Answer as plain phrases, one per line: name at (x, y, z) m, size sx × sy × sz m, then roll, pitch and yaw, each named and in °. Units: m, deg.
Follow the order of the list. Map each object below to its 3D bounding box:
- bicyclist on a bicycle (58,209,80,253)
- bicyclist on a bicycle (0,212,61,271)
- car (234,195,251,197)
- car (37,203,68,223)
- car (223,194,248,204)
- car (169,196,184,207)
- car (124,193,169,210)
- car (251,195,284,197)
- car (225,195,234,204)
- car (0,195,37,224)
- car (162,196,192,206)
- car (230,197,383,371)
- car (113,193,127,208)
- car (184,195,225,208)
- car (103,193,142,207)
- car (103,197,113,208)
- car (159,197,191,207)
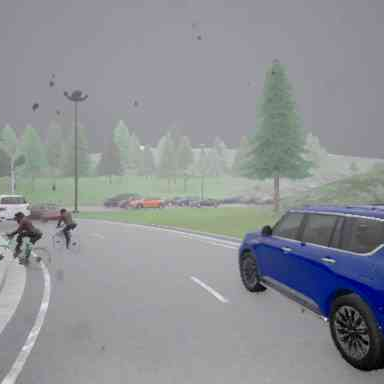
bicyclist on a bicycle at (-4.722, 1.453, 12.466) m, size 1.656 × 1.620 × 0.582 m, roll -1°, pitch 0°, yaw 33°
bicyclist on a bicycle at (-4.826, 1.415, 9.453) m, size 1.656 × 1.620 × 0.582 m, roll 6°, pitch -4°, yaw -10°
car at (10.135, 1.351, 57.408) m, size 4.553 × 1.767 × 2.097 m, roll 0°, pitch 0°, yaw -33°
car at (-11.223, 1.564, 25.280) m, size 4.181 × 1.385 × 1.994 m, roll 0°, pitch 0°, yaw 36°
car at (8.536, 1.351, 64.703) m, size 4.553 × 1.767 × 2.097 m, roll 0°, pitch 0°, yaw -33°
car at (-0.642, 1.352, 50.291) m, size 4.553 × 1.767 × 2.097 m, roll 0°, pitch 0°, yaw -33°
car at (-5.840, 1.352, 42.660) m, size 4.553 × 1.767 × 2.097 m, roll 0°, pitch 0°, yaw -33°
car at (12.433, 1.526, 54.727) m, size 4.674 × 1.442 × 1.812 m, roll 0°, pitch 0°, yaw -33°
car at (6.033, 1.600, 58.895) m, size 4.718 × 1.301 × 1.895 m, roll 0°, pitch 0°, yaw -33°
car at (-13.315, 1.221, 22.799) m, size 5.566 × 2.045 × 2.150 m, roll 0°, pitch 0°, yaw 36°
car at (-2.549, 1.491, 57.415) m, size 4.902 × 1.511 × 2.128 m, roll 0°, pitch 0°, yaw -33°
car at (2.705, 1.221, 5.976) m, size 2.150 × 2.045 × 5.566 m, roll 0°, pitch 0°, yaw -13°
car at (-7.942, 1.352, 45.465) m, size 4.553 × 1.767 × 2.097 m, roll 0°, pitch 0°, yaw -33°
car at (1.780, 1.491, 47.698) m, size 4.902 × 1.511 × 2.128 m, roll 0°, pitch 0°, yaw -33°
car at (-10.775, 1.222, 51.973) m, size 5.566 × 2.045 × 2.150 m, roll 0°, pitch 0°, yaw -33°
car at (-10.395, 1.601, 48.041) m, size 4.718 × 1.301 × 1.895 m, roll 0°, pitch 0°, yaw -33°
car at (-2.667, 1.505, 53.149) m, size 4.892 × 1.490 × 1.837 m, roll 0°, pitch 0°, yaw -33°
